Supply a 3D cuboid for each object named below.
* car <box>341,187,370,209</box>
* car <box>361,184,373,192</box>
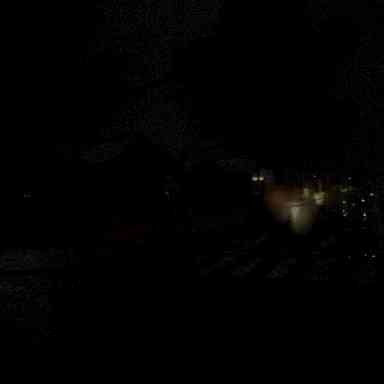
[{"bbox_3d":[14.200,0.637,29.010,1.812,1.442,4.674,-5,0,29],"label":"car"},{"bbox_3d":[34.944,-0.829,66.316,1.837,1.490,4.892,-5,-1,29],"label":"car"}]
